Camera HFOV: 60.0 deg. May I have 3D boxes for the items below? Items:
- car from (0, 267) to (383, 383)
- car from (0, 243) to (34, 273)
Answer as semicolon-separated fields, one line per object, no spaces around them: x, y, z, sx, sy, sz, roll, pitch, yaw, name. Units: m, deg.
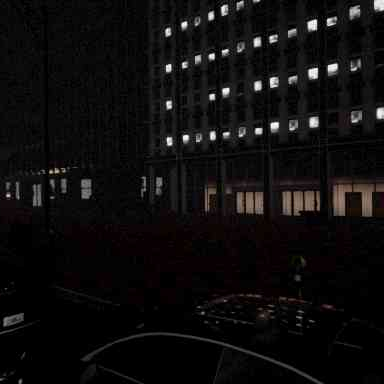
0.271;1.551;2.694;4.403;1.369;2.008;0;-1;36;car
-4.261;1.553;5.929;4.403;1.369;2.008;0;-1;36;car
